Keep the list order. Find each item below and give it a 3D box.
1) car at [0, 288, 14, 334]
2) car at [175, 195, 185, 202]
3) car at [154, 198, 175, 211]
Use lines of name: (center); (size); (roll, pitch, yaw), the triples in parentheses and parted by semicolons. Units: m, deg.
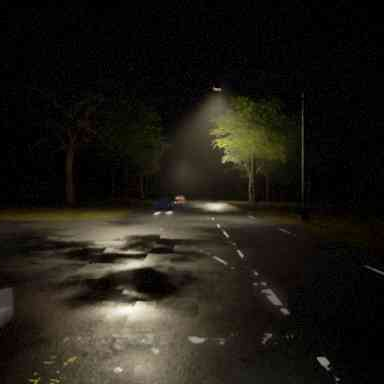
car: (-3.503, 1.603, 2.576); (1.895, 1.301, 4.718); (0, 0, 0)
car: (-3.032, 1.477, 81.307); (2.097, 1.767, 4.553); (0, 0, 4)
car: (-3.563, 1.500, 41.599); (1.882, 1.535, 5.008); (0, 0, 0)
